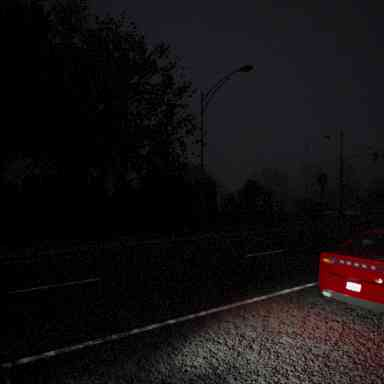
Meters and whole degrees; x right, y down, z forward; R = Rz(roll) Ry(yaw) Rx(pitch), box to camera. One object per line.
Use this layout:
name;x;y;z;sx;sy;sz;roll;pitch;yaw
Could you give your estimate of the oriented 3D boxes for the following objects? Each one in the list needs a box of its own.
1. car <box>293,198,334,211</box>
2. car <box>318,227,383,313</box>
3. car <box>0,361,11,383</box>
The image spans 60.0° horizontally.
car;14.488;1.477;39.849;1.882;1.535;5.008;0;0;-33
car;4.797;1.478;7.146;5.008;1.535;1.882;0;0;-35
car;-3.441;1.492;1.299;4.902;1.511;2.128;0;0;-35
